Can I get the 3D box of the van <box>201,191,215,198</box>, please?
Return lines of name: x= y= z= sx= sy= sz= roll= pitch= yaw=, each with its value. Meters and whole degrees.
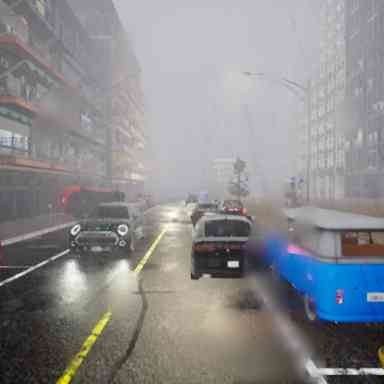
van: x=2.666 y=0.911 z=50.908 sx=1.690 sy=1.788 sz=3.998 roll=0 pitch=0 yaw=0

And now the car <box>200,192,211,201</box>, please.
car: x=2.661 y=0.884 z=67.488 sx=1.967 sy=1.590 sz=4.097 roll=0 pitch=0 yaw=0

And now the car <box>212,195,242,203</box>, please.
car: x=2.676 y=1.236 z=23.276 sx=1.967 sy=1.590 sz=4.097 roll=0 pitch=0 yaw=0

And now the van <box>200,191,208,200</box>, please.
van: x=2.658 y=0.744 z=73.015 sx=1.690 sy=1.788 sz=3.998 roll=0 pitch=0 yaw=0

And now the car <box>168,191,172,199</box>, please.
car: x=-5.718 y=0.989 z=67.486 sx=1.887 sy=1.381 sz=4.507 roll=0 pitch=0 yaw=0

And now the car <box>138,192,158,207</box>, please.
car: x=-5.711 y=0.974 z=39.852 sx=2.192 sy=1.841 sz=5.009 roll=0 pitch=0 yaw=0

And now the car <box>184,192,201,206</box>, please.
car: x=0.006 y=1.109 z=46.462 sx=1.837 sy=1.490 sz=4.892 roll=0 pitch=0 yaw=0

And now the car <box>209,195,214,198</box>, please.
car: x=2.674 y=1.274 z=28.973 sx=1.752 sy=1.417 sz=4.829 roll=0 pitch=0 yaw=0

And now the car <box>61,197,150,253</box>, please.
car: x=-3.105 y=1.235 z=13.018 sx=2.097 sy=1.767 sz=4.553 roll=0 pitch=1 yaw=0

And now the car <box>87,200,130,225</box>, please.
car: x=-5.704 y=1.341 z=23.275 sx=1.887 sy=1.381 sz=4.507 roll=0 pitch=0 yaw=0

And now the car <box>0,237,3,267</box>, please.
car: x=-5.698 y=1.483 z=6.694 sx=1.887 sy=1.381 sz=4.507 roll=0 pitch=1 yaw=0

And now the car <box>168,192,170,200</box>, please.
car: x=-5.716 y=1.051 z=61.960 sx=1.947 sy=1.339 sz=4.313 roll=0 pitch=0 yaw=0

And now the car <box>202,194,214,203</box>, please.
car: x=2.665 y=1.051 z=56.605 sx=1.752 sy=1.417 sz=4.829 roll=0 pitch=0 yaw=0

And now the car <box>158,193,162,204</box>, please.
car: x=-5.711 y=1.165 z=45.381 sx=2.008 sy=1.369 sz=4.403 roll=0 pitch=0 yaw=0

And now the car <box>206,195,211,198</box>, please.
car: x=2.673 y=1.286 z=34.331 sx=1.802 sy=1.307 sz=4.206 roll=0 pitch=0 yaw=0

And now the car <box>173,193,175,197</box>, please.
car: x=-5.722 y=0.945 z=78.539 sx=1.802 sy=1.307 sz=4.206 roll=0 pitch=0 yaw=0

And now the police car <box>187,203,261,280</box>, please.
police car: x=0.896 y=1.336 z=9.804 sx=1.930 sy=1.638 sz=5.238 roll=0 pitch=0 yaw=0

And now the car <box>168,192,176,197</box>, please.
car: x=-5.728 y=0.811 z=95.118 sx=1.947 sy=1.339 sz=4.313 roll=0 pitch=0 yaw=0

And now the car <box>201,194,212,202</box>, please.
car: x=2.664 y=1.050 z=61.963 sx=1.947 sy=1.339 sz=4.313 roll=0 pitch=0 yaw=0

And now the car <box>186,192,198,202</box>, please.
car: x=-0.018 y=0.854 z=59.706 sx=2.097 sy=1.767 sz=4.553 roll=0 pitch=0 yaw=0

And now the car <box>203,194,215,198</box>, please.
car: x=2.671 y=1.240 z=39.856 sx=1.802 sy=1.307 sz=4.206 roll=0 pitch=0 yaw=0

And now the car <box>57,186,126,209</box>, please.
car: x=-7.399 y=0.745 z=25.036 sx=2.045 sy=2.150 sz=5.566 roll=17 pitch=5 yaw=29

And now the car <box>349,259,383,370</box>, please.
car: x=2.684 y=1.512 z=1.341 sx=1.752 sy=1.417 sz=4.829 roll=0 pitch=1 yaw=0

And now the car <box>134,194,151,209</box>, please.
car: x=-5.708 y=1.231 z=34.158 sx=1.752 sy=1.417 sz=4.829 roll=0 pitch=0 yaw=0

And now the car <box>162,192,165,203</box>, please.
car: x=-5.713 y=1.121 z=50.907 sx=2.008 sy=1.369 sz=4.403 roll=0 pitch=0 yaw=0

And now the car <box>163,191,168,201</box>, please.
car: x=-5.715 y=0.967 z=56.431 sx=1.967 sy=1.590 sz=4.097 roll=0 pitch=0 yaw=0

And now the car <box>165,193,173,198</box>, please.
car: x=-5.724 y=0.905 z=84.065 sx=1.802 sy=1.307 sz=4.206 roll=0 pitch=0 yaw=0

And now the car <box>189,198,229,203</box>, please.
car: x=0.893 y=1.332 z=19.694 sx=1.837 sy=1.490 sz=4.892 roll=0 pitch=0 yaw=0

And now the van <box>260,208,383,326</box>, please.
van: x=2.681 y=1.279 z=6.695 sx=1.690 sy=1.788 sz=3.998 roll=0 pitch=1 yaw=0
